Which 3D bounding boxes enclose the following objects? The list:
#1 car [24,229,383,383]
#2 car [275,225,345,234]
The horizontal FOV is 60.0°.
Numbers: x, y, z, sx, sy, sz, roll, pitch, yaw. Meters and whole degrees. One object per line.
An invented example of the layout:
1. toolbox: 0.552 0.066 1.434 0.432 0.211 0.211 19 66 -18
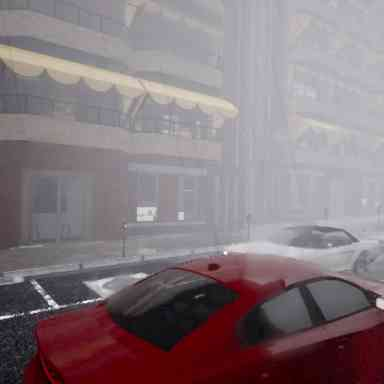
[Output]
1. car: 0.889 1.479 3.791 5.008 1.535 1.882 0 0 -35
2. car: 2.996 1.605 8.919 4.718 1.301 1.895 0 0 -36
